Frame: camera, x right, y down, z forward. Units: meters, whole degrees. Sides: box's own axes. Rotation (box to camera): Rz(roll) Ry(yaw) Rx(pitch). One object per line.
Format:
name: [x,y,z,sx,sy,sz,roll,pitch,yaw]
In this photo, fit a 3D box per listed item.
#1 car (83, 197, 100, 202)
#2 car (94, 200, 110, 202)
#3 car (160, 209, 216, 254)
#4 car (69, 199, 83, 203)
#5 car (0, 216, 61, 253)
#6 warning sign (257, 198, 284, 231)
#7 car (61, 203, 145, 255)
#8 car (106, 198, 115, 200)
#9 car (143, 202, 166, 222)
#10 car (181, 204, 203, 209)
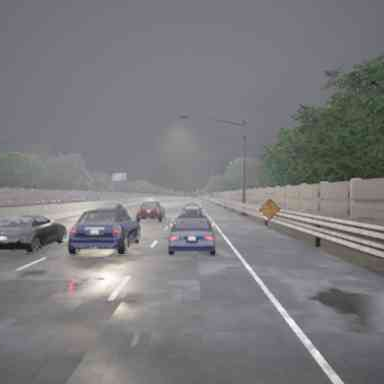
car: [-21.009,1.944,71.008,2.097,1.767,4.553,0,0,0]
car: [-6.999,1.742,29.464,1.882,1.535,5.008,0,0,0]
car: [0.000,1.676,13.991,2.033,1.411,5.357,0,0,0]
car: [-24.510,2.183,70.946,1.895,1.301,4.718,0,0,0]
car: [-6.999,1.696,14.303,1.994,1.385,4.181,0,0,0]
warning sign: [4.536,1.293,19.410,1.300,1.860,1.060,-1,-1,0]
car: [-3.499,1.480,14.080,2.097,1.767,4.553,0,-1,0]
car: [-17.510,2.066,70.977,1.882,1.535,5.008,0,0,0]
car: [-3.502,1.611,29.073,2.097,1.767,4.553,0,-1,0]
car: [0.001,1.789,29.380,1.812,1.442,4.674,0,0,0]
